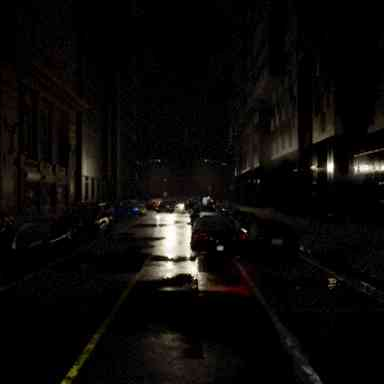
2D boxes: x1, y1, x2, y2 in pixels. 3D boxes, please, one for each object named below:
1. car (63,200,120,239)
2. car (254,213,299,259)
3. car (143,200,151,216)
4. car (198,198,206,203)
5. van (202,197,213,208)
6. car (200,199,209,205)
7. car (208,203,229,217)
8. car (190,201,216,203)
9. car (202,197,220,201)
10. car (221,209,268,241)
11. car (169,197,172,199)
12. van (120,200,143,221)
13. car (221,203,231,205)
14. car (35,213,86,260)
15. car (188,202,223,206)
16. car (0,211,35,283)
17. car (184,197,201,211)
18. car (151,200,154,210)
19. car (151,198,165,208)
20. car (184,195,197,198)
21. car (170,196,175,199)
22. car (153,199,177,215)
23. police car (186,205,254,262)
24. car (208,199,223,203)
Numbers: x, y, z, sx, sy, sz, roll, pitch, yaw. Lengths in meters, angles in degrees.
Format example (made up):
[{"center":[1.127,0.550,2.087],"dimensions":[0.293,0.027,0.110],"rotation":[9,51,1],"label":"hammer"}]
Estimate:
[{"center":[-5.772,1.471,18.406],"dimensions":[2.192,1.841,5.009],"rotation":[0,0,0],"label":"car"},{"center":[2.756,1.674,12.821],"dimensions":[1.947,1.339,4.313],"rotation":[0,0,0],"label":"car"},{"center":[-5.785,1.825,35.038],"dimensions":[1.752,1.417,4.829],"rotation":[0,0,0],"label":"car"},{"center":[2.699,2.353,91.247],"dimensions":[1.887,1.381,4.507],"rotation":[0,-1,0],"label":"car"},{"center":[2.724,1.842,57.637],"dimensions":[1.690,1.788,3.998],"rotation":[0,-1,0],"label":"van"},{"center":[2.711,2.236,74.441],"dimensions":[1.802,1.307,4.206],"rotation":[0,-1,0],"label":"car"},{"center":[2.740,1.883,35.228],"dimensions":[1.802,1.307,4.206],"rotation":[0,-1,0],"label":"car"},{"center":[0.880,1.770,28.670],"dimensions":[1.812,1.442,4.674],"rotation":[0,0,0],"label":"car"},{"center":[2.736,1.666,40.832],"dimensions":[2.192,1.841,5.009],"rotation":[0,-1,0],"label":"car"},{"center":[2.752,1.721,18.423],"dimensions":[1.947,1.339,4.313],"rotation":[0,0,0],"label":"car"},{"center":[-5.810,2.169,68.817],"dimensions":[1.947,1.339,4.313],"rotation":[0,-1,0],"label":"car"},{"center":[-5.780,1.593,29.608],"dimensions":[1.690,1.788,3.998],"rotation":[0,0,0],"label":"van"},{"center":[2.748,1.754,24.024],"dimensions":[2.008,1.369,4.403],"rotation":[0,0,0],"label":"car"},{"center":[-5.769,1.690,12.801],"dimensions":[1.802,1.307,4.206],"rotation":[0,0,0],"label":"car"},{"center":[0.825,1.697,22.671],"dimensions":[1.837,1.490,4.892],"rotation":[0,0,0],"label":"car"},{"center":[-5.764,1.376,7.203],"dimensions":[2.192,1.841,5.009],"rotation":[0,0,0],"label":"car"},{"center":[-0.027,1.921,47.980],"dimensions":[1.837,1.490,4.892],"rotation":[0,0,0],"label":"car"},{"center":[-5.793,1.841,46.412],"dimensions":[1.967,1.590,4.097],"rotation":[0,-1,0],"label":"car"},{"center":[-5.801,1.942,57.615],"dimensions":[1.967,1.590,4.097],"rotation":[0,-1,0],"label":"car"},{"center":[-0.051,1.697,69.570],"dimensions":[2.150,2.045,5.566],"rotation":[0,-1,0],"label":"car"},{"center":[-5.818,2.256,80.020],"dimensions":[2.008,1.369,4.403],"rotation":[0,-1,0],"label":"car"},{"center":[-3.109,1.861,39.083],"dimensions":[1.812,1.442,4.674],"rotation":[0,-1,0],"label":"car"},{"center":[0.850,1.533,12.778],"dimensions":[1.930,1.638,5.238],"rotation":[0,0,0],"label":"police car"},{"center":[2.744,1.692,29.628],"dimensions":[1.967,1.590,4.097],"rotation":[0,-1,0],"label":"car"}]
